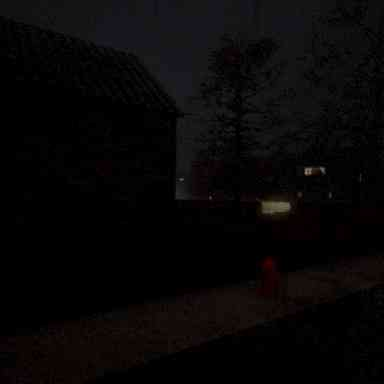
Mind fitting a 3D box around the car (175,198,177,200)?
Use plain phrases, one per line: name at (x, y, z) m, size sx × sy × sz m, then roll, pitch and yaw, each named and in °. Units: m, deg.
car at (-3.942, 1.748, 47.031) m, size 2.150 × 2.045 × 5.566 m, roll 2°, pitch -2°, yaw -34°
